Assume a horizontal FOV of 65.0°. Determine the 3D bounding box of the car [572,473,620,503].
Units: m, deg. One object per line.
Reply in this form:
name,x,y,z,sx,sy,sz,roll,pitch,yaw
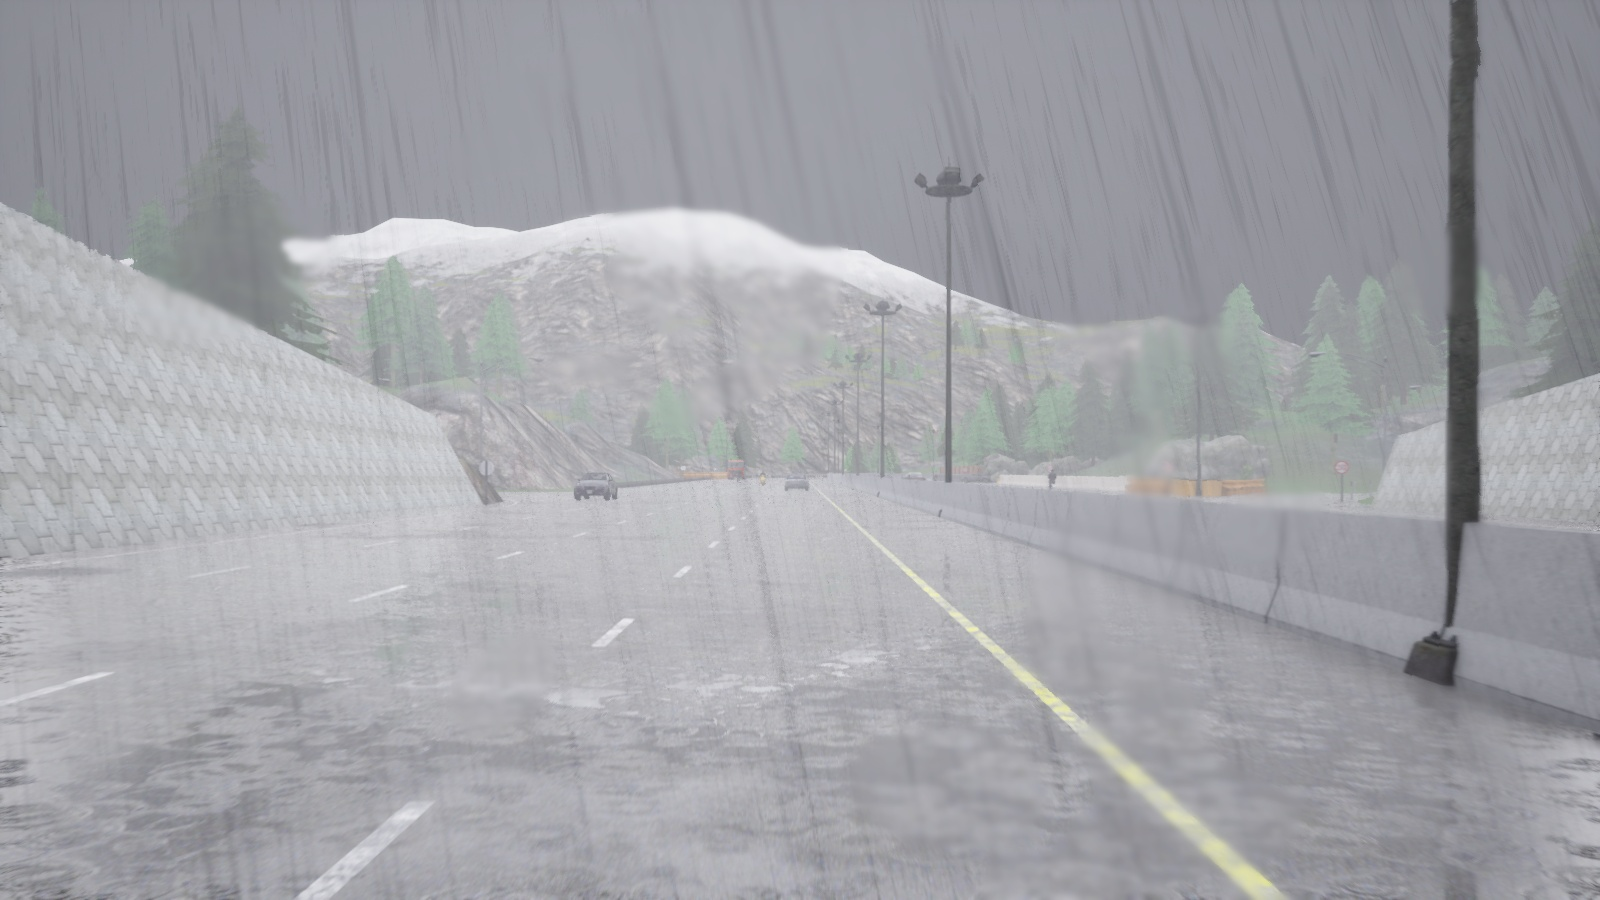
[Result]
car,-10.659,1.972,65.787,1.816,1.474,4.193,0,-1,0
